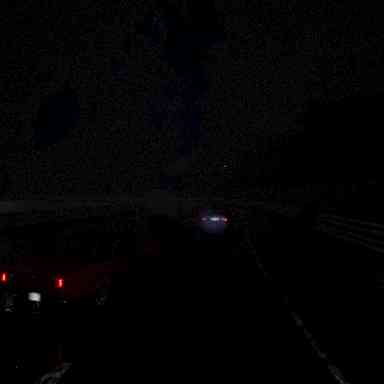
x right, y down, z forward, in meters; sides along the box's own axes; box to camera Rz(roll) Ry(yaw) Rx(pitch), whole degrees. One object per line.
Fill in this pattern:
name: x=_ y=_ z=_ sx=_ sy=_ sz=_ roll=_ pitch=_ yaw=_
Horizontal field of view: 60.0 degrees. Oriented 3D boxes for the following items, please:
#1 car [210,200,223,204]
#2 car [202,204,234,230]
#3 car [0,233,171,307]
car: x=3.742 y=2.010 z=50.858 sx=2.128 sy=1.511 sz=4.902 roll=0 pitch=-1 yaw=-3
car: x=1.847 y=1.785 z=23.286 sx=2.033 sy=1.411 sz=5.357 roll=0 pitch=-1 yaw=10
car: x=-2.193 y=1.683 z=8.288 sx=1.895 sy=1.301 sz=4.718 roll=0 pitch=-1 yaw=19
